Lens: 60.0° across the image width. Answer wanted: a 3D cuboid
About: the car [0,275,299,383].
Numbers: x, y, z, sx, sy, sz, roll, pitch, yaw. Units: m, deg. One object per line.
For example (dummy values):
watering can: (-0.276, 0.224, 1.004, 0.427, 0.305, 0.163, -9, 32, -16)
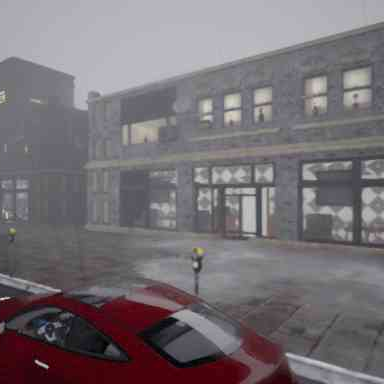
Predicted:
car: (-1.016, 1.611, 3.597, 4.206, 1.307, 1.802, -1, 0, 36)
